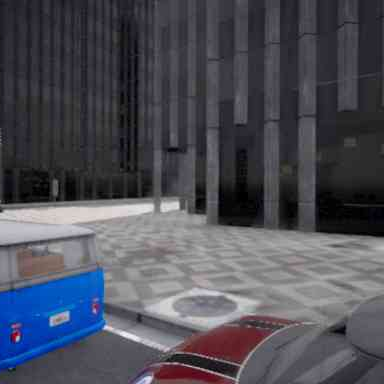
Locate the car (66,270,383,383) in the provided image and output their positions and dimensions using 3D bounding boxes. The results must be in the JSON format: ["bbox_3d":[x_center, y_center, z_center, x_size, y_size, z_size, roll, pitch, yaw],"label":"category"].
[{"bbox_3d":[1.352,1.440,2.004,4.097,1.590,1.967,0,0,35],"label":"car"}]

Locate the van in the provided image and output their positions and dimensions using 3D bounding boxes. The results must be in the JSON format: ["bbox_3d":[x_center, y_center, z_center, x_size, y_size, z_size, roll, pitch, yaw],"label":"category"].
[{"bbox_3d":[-3.151,1.336,5.204,3.998,1.788,1.690,0,0,35],"label":"van"}]
